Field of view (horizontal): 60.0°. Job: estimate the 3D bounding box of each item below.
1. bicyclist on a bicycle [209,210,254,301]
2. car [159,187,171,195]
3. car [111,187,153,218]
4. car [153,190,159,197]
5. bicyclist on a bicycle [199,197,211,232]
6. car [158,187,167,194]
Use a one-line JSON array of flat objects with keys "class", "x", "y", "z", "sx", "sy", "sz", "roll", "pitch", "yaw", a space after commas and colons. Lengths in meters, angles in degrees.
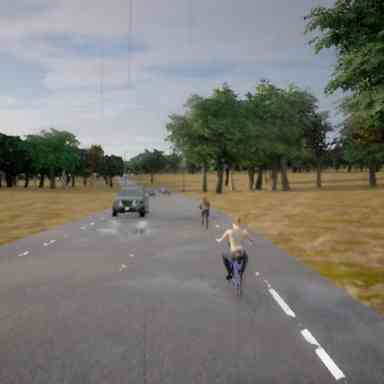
[{"class": "bicyclist on a bicycle", "x": 0.889, "y": 1.268, "z": 6.839, "sx": 0.866, "sy": 1.612, "sz": 1.509, "roll": 0, "pitch": 1, "yaw": -1}, {"class": "car", "x": -5.836, "y": -0.053, "z": 74.410, "sx": 1.895, "sy": 1.301, "sz": 4.718, "roll": 0, "pitch": 1, "yaw": -9}, {"class": "car", "x": -4.272, "y": 0.666, "z": 23.890, "sx": 2.150, "sy": 2.045, "sz": 5.566, "roll": 1, "pitch": 0, "yaw": -3}, {"class": "car", "x": -7.859, "y": 0.214, "z": 63.721, "sx": 1.895, "sy": 1.301, "sz": 4.718, "roll": 0, "pitch": 1, "yaw": -7}, {"class": "bicyclist on a bicycle", "x": 0.635, "y": 1.076, "z": 15.869, "sx": 0.582, "sy": 1.620, "sz": 1.656, "roll": 0, "pitch": 1, "yaw": -2}, {"class": "car", "x": -7.495, "y": -0.420, "z": 84.492, "sx": 1.882, "sy": 1.535, "sz": 5.008, "roll": 0, "pitch": 1, "yaw": -10}]
